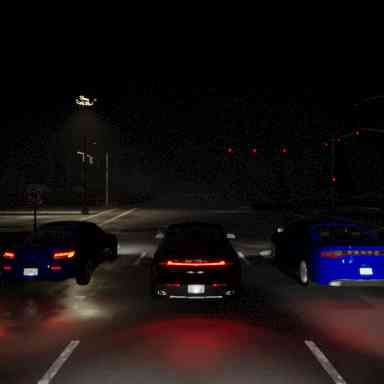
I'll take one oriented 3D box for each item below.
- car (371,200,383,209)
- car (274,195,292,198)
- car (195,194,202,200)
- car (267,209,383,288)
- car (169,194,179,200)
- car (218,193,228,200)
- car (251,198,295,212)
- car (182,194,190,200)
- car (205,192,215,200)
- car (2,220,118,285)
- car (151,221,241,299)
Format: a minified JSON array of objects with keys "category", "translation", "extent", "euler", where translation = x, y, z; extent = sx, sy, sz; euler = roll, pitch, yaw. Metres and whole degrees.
[{"category":"car","translation":[27.646,1.547,45.717],"extent":[5.357,1.411,2.033],"euler":[0,0,-1]},{"category":"car","translation":[12.105,1.352,46.841],"extent":[4.553,1.767,2.097],"euler":[0,0,18]},{"category":"car","translation":[1.789,1.472,92.275],"extent":[1.882,1.535,5.008],"euler":[0,0,0]},{"category":"car","translation":[3.589,1.478,9.307],"extent":[1.882,1.535,5.008],"euler":[0,0,0]},{"category":"car","translation":[-5.207,1.350,93.074],"extent":[2.097,1.767,4.553],"euler":[0,0,0]},{"category":"car","translation":[8.788,1.218,91.860],"extent":[2.150,2.045,5.566],"euler":[0,0,0]},{"category":"car","translation":[9.235,1.601,38.499],"extent":[4.718,1.301,1.895],"euler":[0,0,-1]},{"category":"car","translation":[-1.709,1.547,92.706],"extent":[1.994,1.385,4.181],"euler":[0,0,0]},{"category":"car","translation":[5.289,1.472,92.261],"extent":[1.882,1.535,5.008],"euler":[0,0,0]},{"category":"car","translation":[-3.414,1.526,9.353],"extent":[1.812,1.442,4.674],"euler":[0,0,0]},{"category":"car","translation":[0.087,1.505,8.430],"extent":[1.837,1.490,4.892],"euler":[0,0,0]}]
